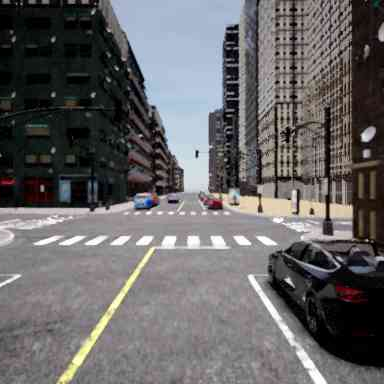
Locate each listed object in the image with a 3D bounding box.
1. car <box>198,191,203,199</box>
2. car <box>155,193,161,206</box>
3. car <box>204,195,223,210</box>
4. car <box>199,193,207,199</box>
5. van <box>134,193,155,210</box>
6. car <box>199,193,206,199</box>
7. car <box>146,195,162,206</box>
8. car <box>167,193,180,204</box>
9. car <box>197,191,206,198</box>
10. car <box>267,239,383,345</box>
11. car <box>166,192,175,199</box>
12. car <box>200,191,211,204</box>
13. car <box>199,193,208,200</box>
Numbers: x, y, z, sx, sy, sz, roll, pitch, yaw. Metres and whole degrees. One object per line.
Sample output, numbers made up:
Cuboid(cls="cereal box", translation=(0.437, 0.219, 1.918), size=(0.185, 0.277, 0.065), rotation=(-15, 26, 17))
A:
Cuboid(cls="car", translation=(2.690, 1.013, 66.359), size=(1.967, 1.590, 4.097), rotation=(0, 0, 0))
Cuboid(cls="car", translation=(-5.687, 1.024, 44.248), size=(2.192, 1.841, 5.009), rotation=(0, 0, 0))
Cuboid(cls="car", translation=(2.693, 1.326, 38.722), size=(1.802, 1.307, 4.206), rotation=(0, 0, 0))
Cuboid(cls="car", translation=(2.687, 1.021, 82.942), size=(1.887, 1.381, 4.507), rotation=(0, 0, 0))
Cuboid(cls="van", translation=(-5.686, 1.085, 38.721), size=(1.690, 1.788, 3.998), rotation=(0, 0, 0))
Cuboid(cls="car", translation=(2.687, 1.027, 88.470), size=(1.802, 1.307, 4.206), rotation=(0, 0, 0))
Cuboid(cls="car", translation=(-5.689, 1.218, 49.778), size=(1.887, 1.381, 4.507), rotation=(0, 0, 0))
Cuboid(cls="car", translation=(-3.006, 1.190, 54.708), size=(2.033, 1.411, 5.357), rotation=(0, 0, 0))
Cuboid(cls="car", translation=(2.688, 0.729, 93.996), size=(2.192, 1.841, 5.009), rotation=(0, 0, 0))
Cuboid(cls="car", translation=(2.697, 1.522, 6.317), size=(1.947, 1.339, 4.313), rotation=(0, 0, 0))
Cuboid(cls="car", translation=(-5.693, 0.885, 88.469), size=(1.967, 1.590, 4.097), rotation=(0, 0, 0))
Cuboid(cls="car", translation=(2.692, 1.114, 49.777), size=(1.967, 1.590, 4.097), rotation=(0, 0, 0))
Cuboid(cls="car", translation=(2.688, 1.059, 77.415), size=(2.008, 1.369, 4.403), rotation=(0, 0, 0))
